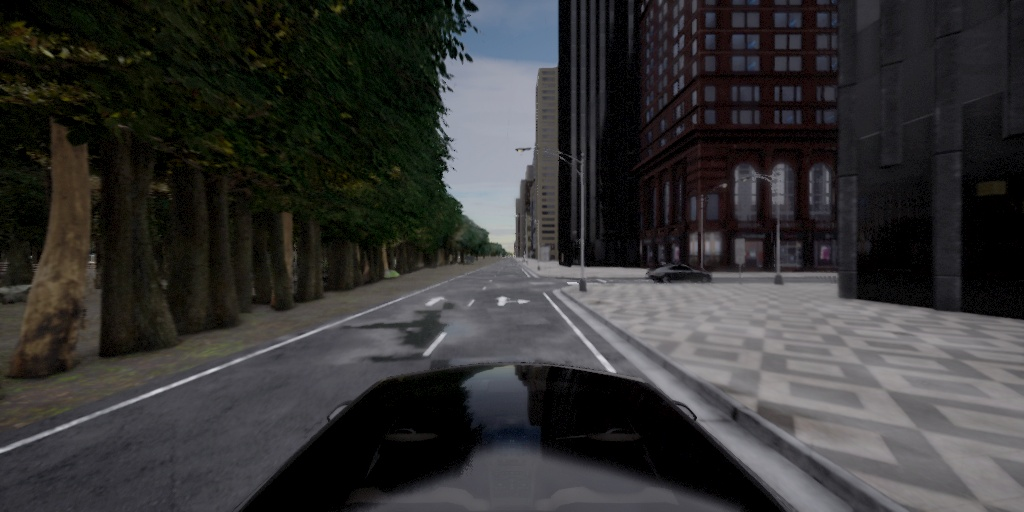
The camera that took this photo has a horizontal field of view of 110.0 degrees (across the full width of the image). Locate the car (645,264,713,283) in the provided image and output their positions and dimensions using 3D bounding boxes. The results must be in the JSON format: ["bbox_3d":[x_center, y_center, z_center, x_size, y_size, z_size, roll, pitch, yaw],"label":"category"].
[{"bbox_3d":[12.256,1.305,26.428,4.674,1.442,1.812,0,0,0],"label":"car"}]
